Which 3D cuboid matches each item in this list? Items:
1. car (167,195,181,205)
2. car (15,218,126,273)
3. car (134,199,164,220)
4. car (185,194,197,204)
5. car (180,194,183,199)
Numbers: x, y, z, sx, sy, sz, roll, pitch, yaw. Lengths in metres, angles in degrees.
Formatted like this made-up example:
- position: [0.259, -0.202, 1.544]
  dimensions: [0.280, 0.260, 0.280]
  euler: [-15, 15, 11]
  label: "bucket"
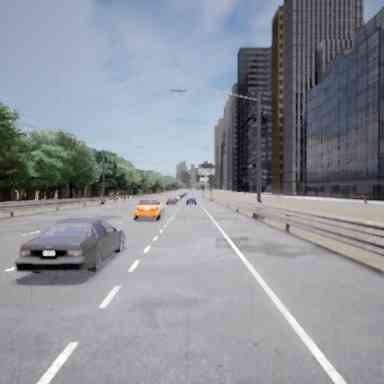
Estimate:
- position: [-3.710, 1.600, 62.337]
  dimensions: [2.033, 1.411, 5.357]
  euler: [0, 0, 0]
  label: "car"
- position: [-3.509, 1.550, 10.671]
  dimensions: [2.033, 1.411, 5.357]
  euler: [0, 0, 0]
  label: "car"
- position: [-3.549, 1.364, 28.323]
  dimensions: [2.097, 1.767, 4.553]
  euler: [0, 0, 0]
  label: "car"
- position: [-0.124, 1.579, 63.984]
  dimensions: [1.812, 1.442, 4.674]
  euler: [0, 0, 0]
  label: "car"
- position: [-3.866, 1.664, 82.827]
  dimensions: [1.895, 1.301, 4.718]
  euler: [0, 0, 0]
  label: "car"
